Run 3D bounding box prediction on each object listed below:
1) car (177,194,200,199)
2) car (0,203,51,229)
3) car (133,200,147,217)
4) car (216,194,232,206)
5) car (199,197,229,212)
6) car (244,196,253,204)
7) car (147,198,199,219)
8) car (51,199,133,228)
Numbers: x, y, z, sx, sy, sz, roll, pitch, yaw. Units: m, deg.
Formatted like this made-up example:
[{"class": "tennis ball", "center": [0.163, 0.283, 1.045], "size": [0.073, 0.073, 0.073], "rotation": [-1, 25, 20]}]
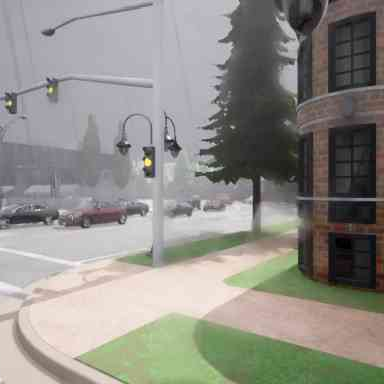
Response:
[{"class": "car", "center": [-0.485, 1.223, 40.202], "size": [2.150, 2.045, 5.566], "rotation": [0, 0, 17]}, {"class": "car", "center": [-11.079, 1.491, 21.644], "size": [2.128, 1.511, 4.902], "rotation": [0, 0, 35]}, {"class": "car", "center": [-5.814, 1.491, 29.431], "size": [2.128, 1.511, 4.902], "rotation": [0, 0, 31]}, {"class": "car", "center": [5.092, 1.275, 54.261], "size": [2.150, 2.045, 5.566], "rotation": [0, 0, -3]}, {"class": "car", "center": [2.645, 1.564, 38.816], "size": [1.994, 1.385, 4.181], "rotation": [0, 0, 18]}, {"class": "car", "center": [11.104, 1.526, 61.562], "size": [1.812, 1.442, 4.674], "rotation": [0, 0, -10]}, {"class": "car", "center": [-1.583, 1.526, 29.628], "size": [1.812, 1.442, 4.674], "rotation": [0, 0, 31]}, {"class": "car", "center": [-6.501, 1.352, 22.114], "size": [2.097, 1.767, 4.553], "rotation": [0, 0, 34]}]
